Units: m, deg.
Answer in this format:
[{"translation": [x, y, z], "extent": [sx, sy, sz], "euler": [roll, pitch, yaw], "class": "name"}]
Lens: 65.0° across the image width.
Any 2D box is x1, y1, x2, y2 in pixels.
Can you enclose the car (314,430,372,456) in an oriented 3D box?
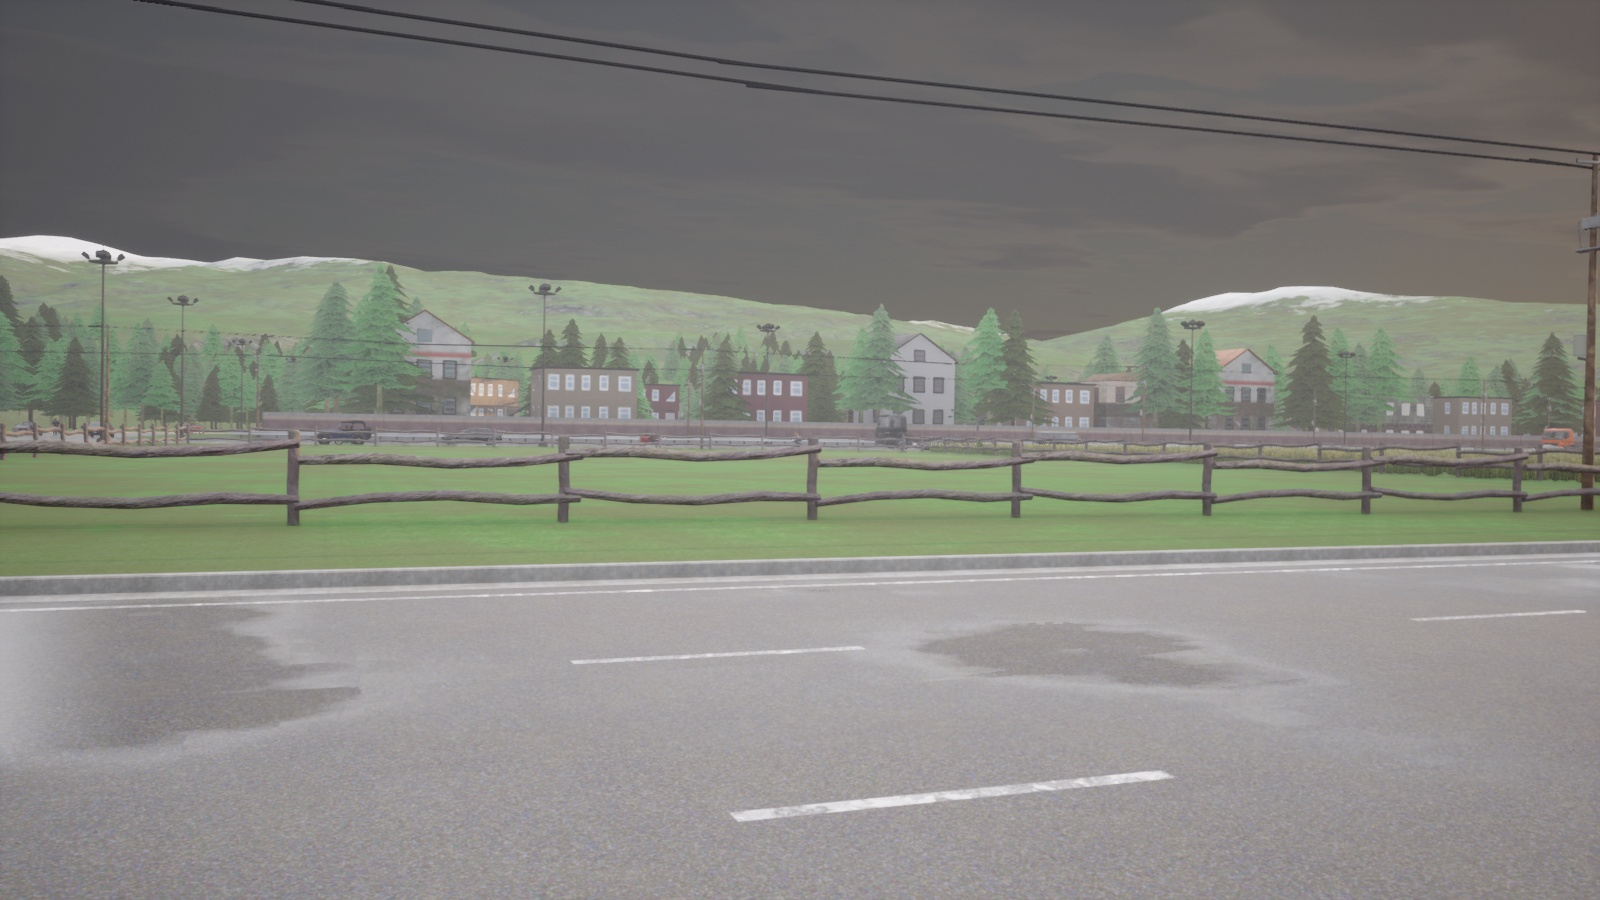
[{"translation": [-32.944, -0.513, 90.601], "extent": [3.866, 1.878, 1.905], "euler": [-1, 1, -21], "class": "car"}]
